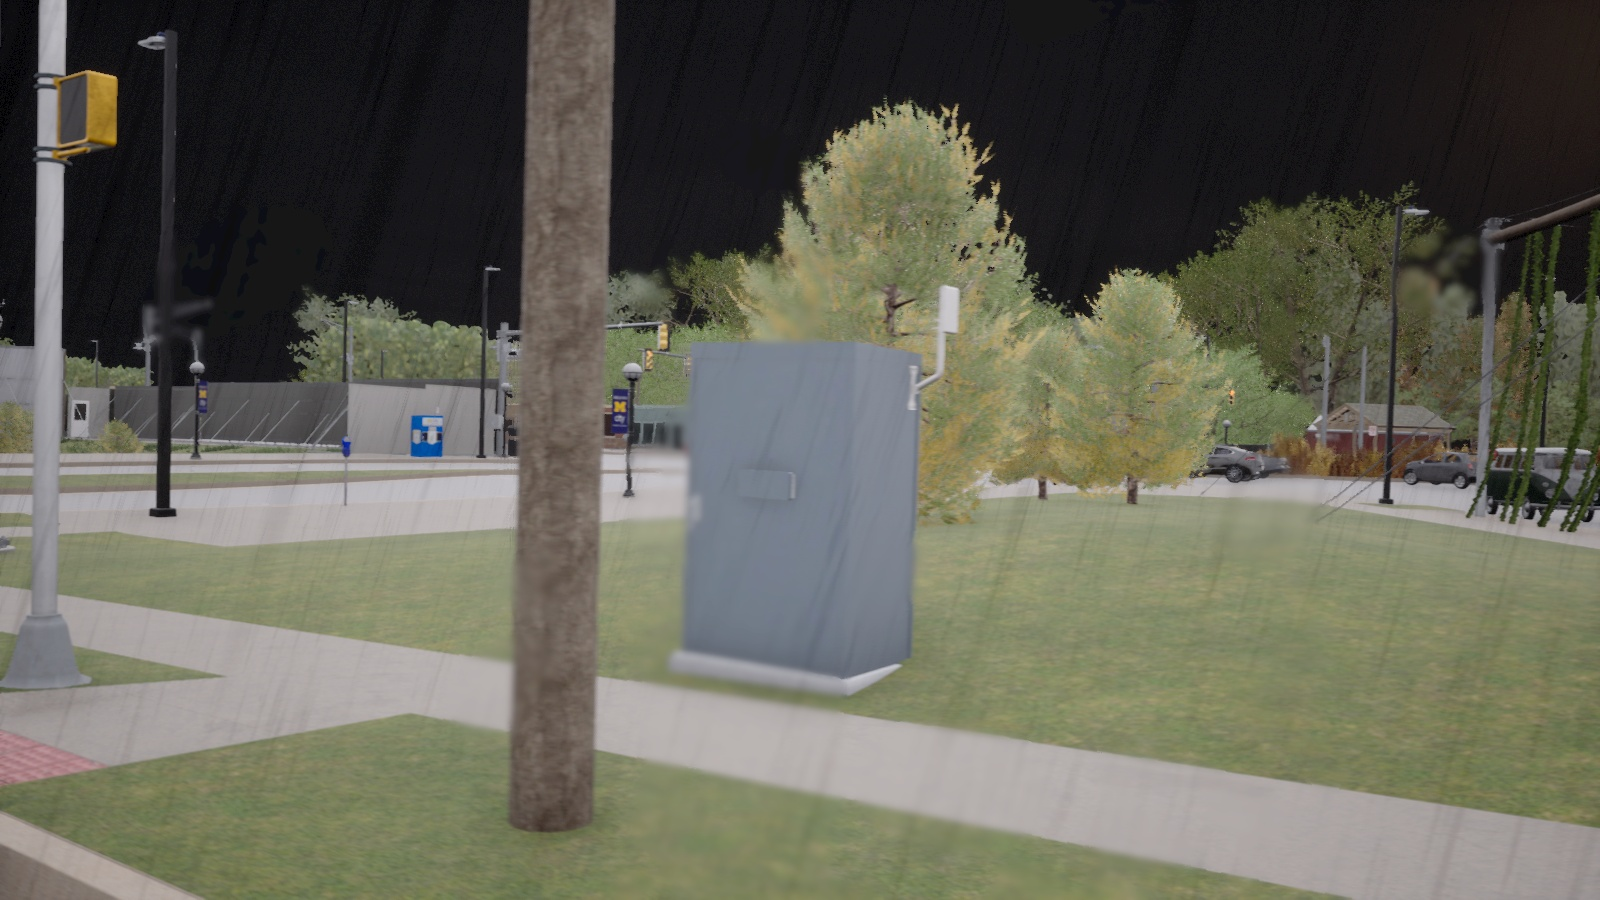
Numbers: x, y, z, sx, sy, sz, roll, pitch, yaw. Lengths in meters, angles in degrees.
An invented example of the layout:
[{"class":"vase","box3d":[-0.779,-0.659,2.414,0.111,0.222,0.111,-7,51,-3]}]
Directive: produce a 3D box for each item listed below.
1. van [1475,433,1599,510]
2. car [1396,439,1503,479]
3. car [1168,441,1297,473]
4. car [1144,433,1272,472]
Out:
[{"class":"van","box3d":[20.674,0.550,35.085,1.775,1.987,4.442,1,1,9]},{"class":"car","box3d":[27.202,0.342,52.680,1.845,1.501,3.633,-1,2,-22]},{"class":"car","box3d":[20.239,0.312,58.905,5.357,1.411,2.033,0,1,34]},{"class":"car","box3d":[18.129,0.104,55.924,5.027,1.651,2.152,0,1,34]}]
